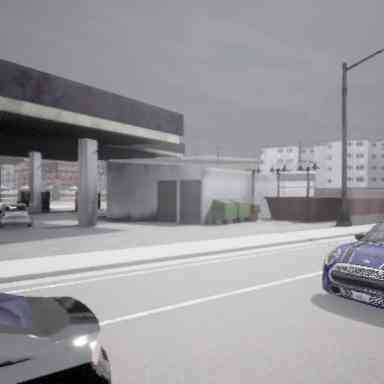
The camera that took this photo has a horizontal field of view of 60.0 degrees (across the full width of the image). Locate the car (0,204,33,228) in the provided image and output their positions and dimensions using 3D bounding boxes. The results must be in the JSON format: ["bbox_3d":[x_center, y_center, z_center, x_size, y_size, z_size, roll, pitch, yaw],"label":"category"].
[{"bbox_3d":[-11.497,1.469,21.392,1.970,1.475,3.806,0,0,-34],"label":"car"}]

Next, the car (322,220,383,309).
[{"bbox_3d":[5.003,1.387,7.558,4.553,1.767,2.097,0,0,-35],"label":"car"}]

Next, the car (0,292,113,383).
[{"bbox_3d":[-2.923,1.486,1.906,4.902,1.511,2.128,0,0,-35],"label":"car"}]
